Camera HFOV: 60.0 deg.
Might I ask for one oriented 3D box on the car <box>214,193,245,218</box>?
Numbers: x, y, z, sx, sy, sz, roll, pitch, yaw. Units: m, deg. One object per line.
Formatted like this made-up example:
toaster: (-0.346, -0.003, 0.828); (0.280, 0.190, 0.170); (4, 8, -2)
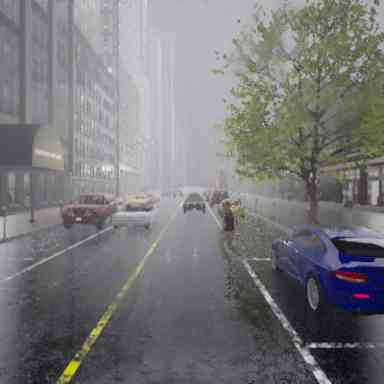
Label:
car: (2.833, 1.083, 24.571); (1.752, 1.417, 4.829); (1, 1, 0)

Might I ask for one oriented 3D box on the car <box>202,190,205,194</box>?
car: (2.955, 0.468, 46.578); (2.192, 1.841, 5.009); (1, 1, 0)

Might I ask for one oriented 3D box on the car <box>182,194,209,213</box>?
car: (0.224, 1.076, 29.134); (1.895, 1.301, 4.718); (0, 1, 1)

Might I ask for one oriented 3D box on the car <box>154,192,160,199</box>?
car: (-5.459, 0.823, 41.081); (1.947, 1.339, 4.313); (1, 1, 0)

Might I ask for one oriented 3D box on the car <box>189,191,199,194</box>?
car: (0.319, 0.636, 47.643); (1.837, 1.490, 4.892); (0, 0, 1)

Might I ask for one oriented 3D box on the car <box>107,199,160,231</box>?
car: (-3.003, 1.272, 18.355); (1.895, 1.301, 4.718); (0, 1, 0)

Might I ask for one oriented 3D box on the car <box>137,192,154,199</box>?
car: (-5.489, 0.888, 35.364); (1.752, 1.417, 4.829); (1, 1, 0)

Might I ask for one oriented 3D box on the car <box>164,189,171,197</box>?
car: (-5.309, 0.301, 68.804); (1.947, 1.339, 4.313); (1, 1, 0)

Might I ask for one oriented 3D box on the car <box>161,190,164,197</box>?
car: (-5.429, 0.683, 46.455); (1.752, 1.417, 4.829); (1, 1, 0)

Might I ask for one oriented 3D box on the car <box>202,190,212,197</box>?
car: (3.072, 0.300, 68.761); (1.947, 1.339, 4.313); (1, 1, 0)

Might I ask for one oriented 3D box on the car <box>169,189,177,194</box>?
car: (-5.189, -0.111, 90.983); (1.802, 1.307, 4.206); (1, 1, 0)

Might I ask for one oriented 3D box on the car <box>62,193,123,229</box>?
car: (-5.575, 0.977, 18.896); (2.192, 1.841, 5.009); (1, 1, 0)

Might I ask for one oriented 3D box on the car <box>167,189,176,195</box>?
car: (-5.219, -0.020, 85.438); (1.947, 1.339, 4.313); (1, 1, 0)

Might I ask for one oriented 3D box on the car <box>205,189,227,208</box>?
car: (2.895, 0.673, 35.487); (2.192, 1.841, 5.009); (1, 1, 0)

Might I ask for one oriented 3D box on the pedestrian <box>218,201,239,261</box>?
pedestrian: (1.083, 1.116, 9.871); (0.375, 1.860, 0.375); (1, 0, -4)

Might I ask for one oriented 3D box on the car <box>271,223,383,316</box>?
car: (3.037, 1.396, 7.153); (1.812, 1.442, 4.674); (0, 1, 0)

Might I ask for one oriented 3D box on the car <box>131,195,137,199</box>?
car: (-5.549, 1.090, 24.274); (1.752, 1.417, 4.829); (1, 1, 0)

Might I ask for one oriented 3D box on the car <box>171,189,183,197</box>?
car: (-2.651, 0.325, 65.470); (1.812, 1.442, 4.674); (0, 1, 0)
